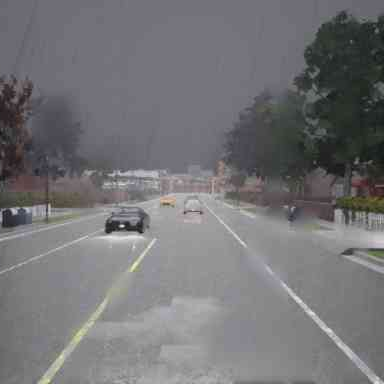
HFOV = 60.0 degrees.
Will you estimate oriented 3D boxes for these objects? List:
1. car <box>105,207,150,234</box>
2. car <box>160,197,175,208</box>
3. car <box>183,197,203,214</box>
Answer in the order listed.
[{"bbox_3d":[-3.581,1.562,18.993,1.994,1.385,4.181,0,0,0],"label":"car"},{"bbox_3d":[-3.554,1.407,47.968,1.882,1.535,5.008,0,0,0],"label":"car"},{"bbox_3d":[0.129,1.507,34.509,1.812,1.442,4.674,0,0,1],"label":"car"}]
